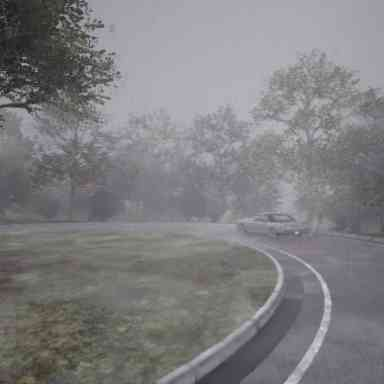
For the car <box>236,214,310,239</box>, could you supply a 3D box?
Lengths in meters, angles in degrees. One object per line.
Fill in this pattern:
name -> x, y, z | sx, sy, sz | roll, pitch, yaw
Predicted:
car -> 4.609, 1.947, 19.764 | 1.895, 1.301, 4.718 | 0, -1, -26
